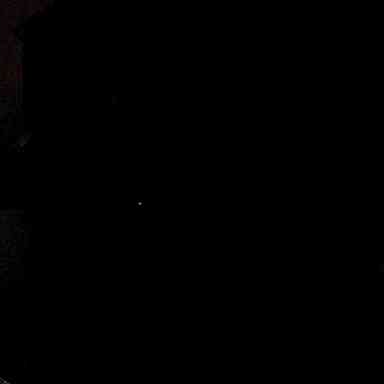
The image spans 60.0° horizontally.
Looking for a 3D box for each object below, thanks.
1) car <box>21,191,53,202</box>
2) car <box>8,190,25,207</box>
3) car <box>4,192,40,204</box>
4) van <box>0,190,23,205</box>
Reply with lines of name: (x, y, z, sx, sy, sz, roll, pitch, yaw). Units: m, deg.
car: (-24.655, 0.757, 52.989, 4.674, 1.452, 2.002, -2, 3, 24)
car: (-17.748, 0.730, 38.055, 5.566, 2.045, 2.435, -2, 2, 24)
car: (-25.772, 0.881, 50.435, 4.892, 1.521, 2.231, -2, 3, 24)
van: (-26.782, 0.810, 47.818, 4.442, 1.987, 1.878, -2, 2, 24)
